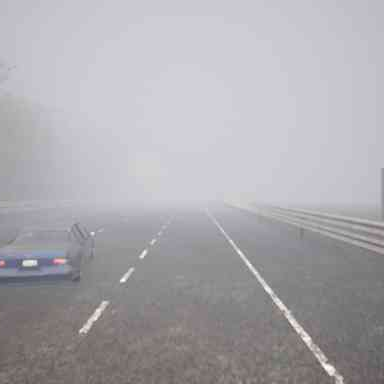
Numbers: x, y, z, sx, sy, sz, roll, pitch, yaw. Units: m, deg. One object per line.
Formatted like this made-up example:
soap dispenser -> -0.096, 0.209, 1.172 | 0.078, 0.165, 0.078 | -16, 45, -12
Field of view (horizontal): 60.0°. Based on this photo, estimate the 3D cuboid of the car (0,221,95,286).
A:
car -> -3.899, 1.539, 9.434 | 2.033, 1.411, 5.357 | 0, 0, -11
